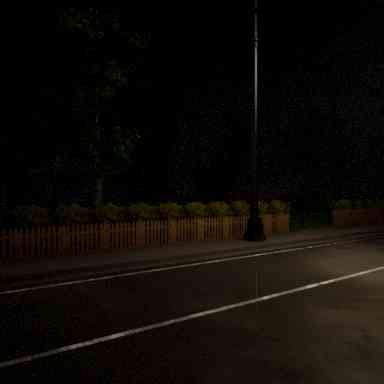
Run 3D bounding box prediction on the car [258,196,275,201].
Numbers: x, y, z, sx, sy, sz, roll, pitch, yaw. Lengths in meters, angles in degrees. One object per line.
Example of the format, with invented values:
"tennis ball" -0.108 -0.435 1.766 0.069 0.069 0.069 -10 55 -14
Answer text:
"car" 13.700 1.525 62.516 1.812 1.442 4.674 0 0 -34
